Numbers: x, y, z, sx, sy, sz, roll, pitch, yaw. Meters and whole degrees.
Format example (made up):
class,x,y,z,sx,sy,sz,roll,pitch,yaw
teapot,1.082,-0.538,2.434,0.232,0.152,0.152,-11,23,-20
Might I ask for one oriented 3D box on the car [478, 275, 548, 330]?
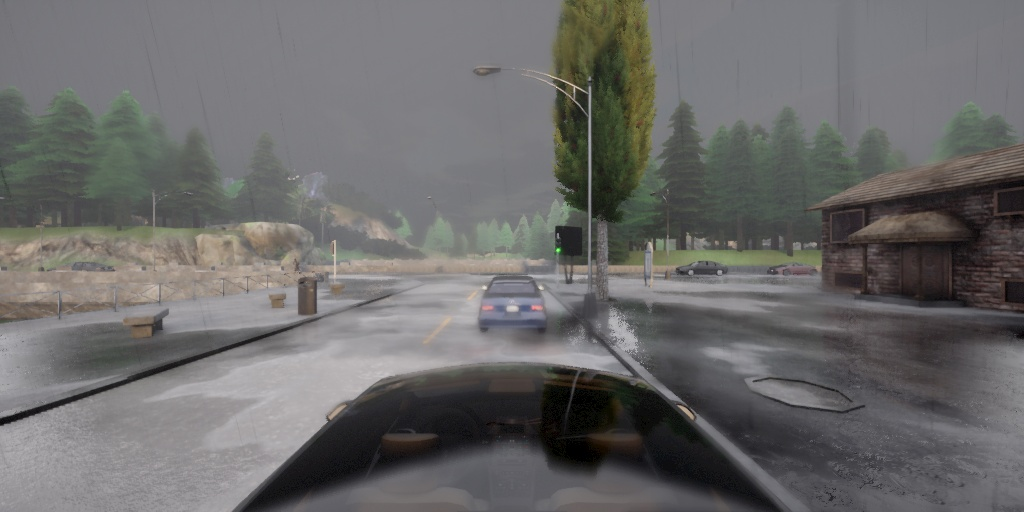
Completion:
class,x,y,z,sx,sy,sz,roll,pitch,yaw
car,0.033,1.297,11.012,2.033,1.411,5.357,0,0,0

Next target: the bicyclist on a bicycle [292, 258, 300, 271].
class,x,y,z,sx,sy,sz,roll,pitch,yaw
bicyclist on a bicycle,-24.496,1.097,40.667,0.582,1.620,1.656,0,0,0

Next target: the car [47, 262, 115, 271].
class,x,y,z,sx,sy,sz,roll,pitch,yaw
car,-43.699,1.296,36.385,5.357,1.411,2.033,0,0,0

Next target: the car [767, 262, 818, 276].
class,x,y,z,sx,sy,sz,roll,pitch,yaw
car,28.421,1.312,36.424,4.181,1.385,1.994,0,0,0

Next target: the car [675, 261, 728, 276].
class,x,y,z,sx,sy,sz,roll,pitch,yaw
car,19.217,1.253,36.434,4.892,1.490,1.837,0,0,0
